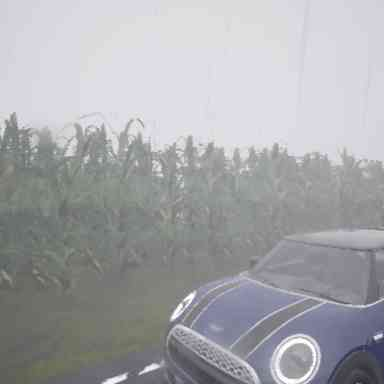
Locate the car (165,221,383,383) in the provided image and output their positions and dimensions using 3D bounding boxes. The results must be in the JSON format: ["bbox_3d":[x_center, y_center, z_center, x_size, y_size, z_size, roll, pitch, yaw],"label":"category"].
[{"bbox_3d":[1.881,1.352,4.419,4.553,1.767,2.097,0,0,-36],"label":"car"}]
